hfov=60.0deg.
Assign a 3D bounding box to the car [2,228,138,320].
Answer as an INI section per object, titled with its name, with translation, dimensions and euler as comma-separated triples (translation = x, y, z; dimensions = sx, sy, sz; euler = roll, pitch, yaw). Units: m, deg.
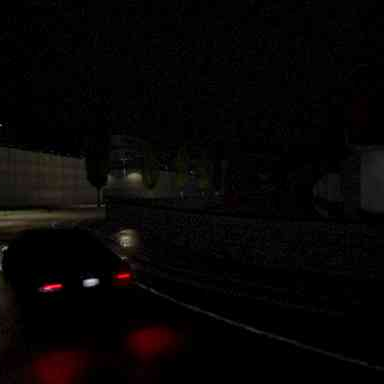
[car]
translation = -3.079, 1.549, 7.592
dimensions = 2.033, 1.411, 5.357
euler = 0, 0, -34
